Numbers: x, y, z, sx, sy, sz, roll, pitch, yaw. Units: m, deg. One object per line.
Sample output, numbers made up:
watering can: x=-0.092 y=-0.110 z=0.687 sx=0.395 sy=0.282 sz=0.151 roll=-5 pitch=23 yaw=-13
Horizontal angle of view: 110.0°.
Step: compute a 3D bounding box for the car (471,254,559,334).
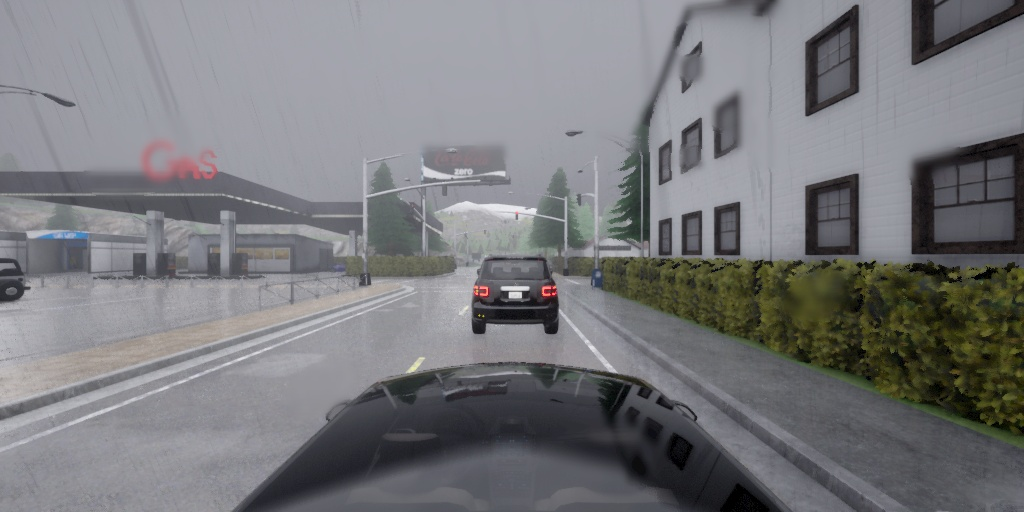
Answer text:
car: x=0.087 y=0.971 z=10.724 sx=2.150 sy=2.045 sz=5.566 roll=0 pitch=0 yaw=0
